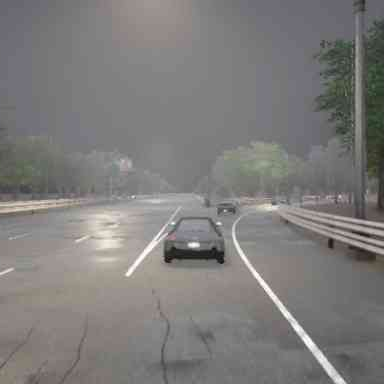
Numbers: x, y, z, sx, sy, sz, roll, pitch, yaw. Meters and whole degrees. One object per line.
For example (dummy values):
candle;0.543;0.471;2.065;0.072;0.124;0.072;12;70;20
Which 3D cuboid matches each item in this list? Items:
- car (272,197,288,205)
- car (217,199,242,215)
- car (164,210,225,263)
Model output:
car;15.445;1.580;57.705;1.994;1.385;4.181;0;0;35
car;3.887;1.527;34.064;1.837;1.490;4.892;-1;0;17
car;0.138;1.574;12.062;1.994;1.385;4.181;0;0;2
